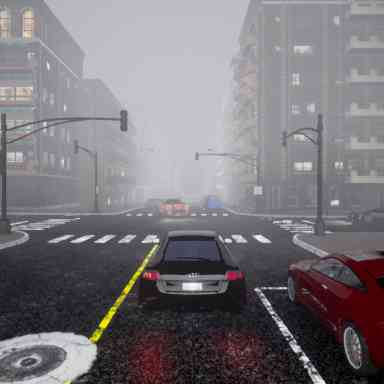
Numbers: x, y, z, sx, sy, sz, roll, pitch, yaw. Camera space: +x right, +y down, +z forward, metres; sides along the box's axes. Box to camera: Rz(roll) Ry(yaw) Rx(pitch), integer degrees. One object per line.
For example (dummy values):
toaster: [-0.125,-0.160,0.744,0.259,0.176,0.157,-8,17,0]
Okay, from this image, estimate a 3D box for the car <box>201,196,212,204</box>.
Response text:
car: [2.724,1.538,65.245,1.967,1.590,4.097,-1,0,0]

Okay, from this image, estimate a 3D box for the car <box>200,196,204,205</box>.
car: [2.754,1.367,48.683,2.192,1.841,5.009,-1,0,0]

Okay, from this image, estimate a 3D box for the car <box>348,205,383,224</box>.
car: [14.624,1.727,26.199,4.181,1.385,1.994,1,0,0]

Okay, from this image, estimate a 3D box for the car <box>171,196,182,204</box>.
car: [-3.002,1.574,64.642,1.882,1.535,5.008,0,0,1]

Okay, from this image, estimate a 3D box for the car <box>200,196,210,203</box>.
car: [2.729,1.662,70.765,1.887,1.381,4.507,-1,0,0]

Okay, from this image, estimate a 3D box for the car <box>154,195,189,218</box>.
car: [-1.809,1.373,30.631,2.097,1.767,4.553,0,0,-17]

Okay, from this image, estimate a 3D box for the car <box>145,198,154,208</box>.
car: [-5.809,1.634,48.738,1.802,1.307,4.206,-1,0,0]

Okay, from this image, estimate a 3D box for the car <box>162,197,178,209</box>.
car: [-3.067,1.525,46.556,1.882,1.535,5.008,0,0,0]

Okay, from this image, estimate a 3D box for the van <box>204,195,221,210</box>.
van: [2.839,1.381,43.186,1.690,1.788,3.998,-1,0,0]

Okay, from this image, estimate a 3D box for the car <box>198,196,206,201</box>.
car: [2.814,1.768,92.853,1.947,1.339,4.313,-1,0,0]

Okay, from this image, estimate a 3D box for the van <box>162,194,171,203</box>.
van: [-5.795,1.478,76.354,1.690,1.788,3.998,-1,0,0]

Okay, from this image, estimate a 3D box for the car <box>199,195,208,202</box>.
car: [2.783,1.597,81.808,1.967,1.590,4.097,-1,0,0]

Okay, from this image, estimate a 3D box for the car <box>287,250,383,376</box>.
car: [2.796,1.582,5.284,1.802,1.307,4.206,0,0,0]

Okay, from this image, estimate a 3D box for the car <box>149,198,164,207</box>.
car: [-5.806,1.631,54.260,1.947,1.339,4.313,-1,0,0]

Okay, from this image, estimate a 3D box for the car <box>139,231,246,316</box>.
car: [0.007,1.564,7.623,1.994,1.385,4.181,0,0,0]
